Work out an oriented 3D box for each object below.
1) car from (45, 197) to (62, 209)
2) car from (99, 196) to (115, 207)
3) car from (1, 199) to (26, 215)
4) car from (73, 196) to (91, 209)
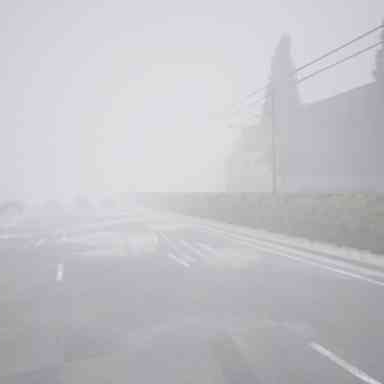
[{"bbox_3d":[-18.377,1.446,44.058,2.128,1.511,4.902,-1,1,-20],"label":"car"},{"bbox_3d":[-12.229,1.330,47.606,2.128,1.511,4.902,-1,1,-20],"label":"car"},{"bbox_3d":[-18.784,1.530,35.100,1.837,1.490,4.892,-1,1,-20],"label":"car"},{"bbox_3d":[-14.608,1.250,43.954,2.097,1.767,4.553,-1,0,-20],"label":"car"}]
